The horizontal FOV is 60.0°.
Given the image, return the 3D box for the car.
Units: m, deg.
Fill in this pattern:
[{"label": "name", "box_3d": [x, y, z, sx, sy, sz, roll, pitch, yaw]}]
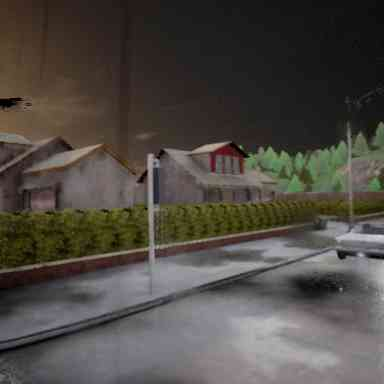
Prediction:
[{"label": "car", "box_3d": [7.104, 1.796, 12.648, 1.895, 1.301, 4.718, -2, -2, 43]}]
